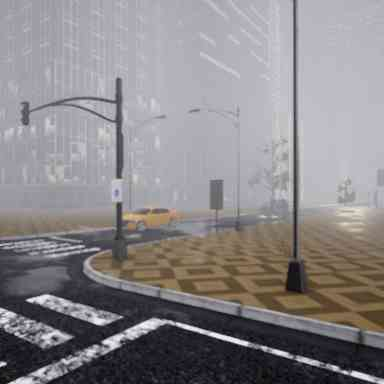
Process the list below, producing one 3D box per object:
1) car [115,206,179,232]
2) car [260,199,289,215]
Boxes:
[{"bbox_3d":[-2.914,1.737,22.534,1.882,1.535,5.008,0,0,37],"label":"car"},{"bbox_3d":[9.888,1.705,39.645,2.097,1.767,4.553,0,0,37],"label":"car"}]
